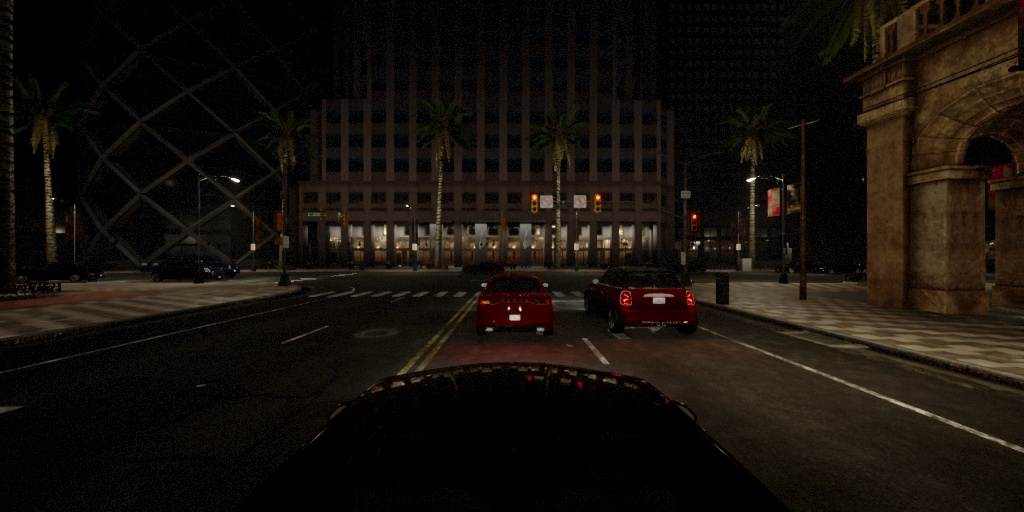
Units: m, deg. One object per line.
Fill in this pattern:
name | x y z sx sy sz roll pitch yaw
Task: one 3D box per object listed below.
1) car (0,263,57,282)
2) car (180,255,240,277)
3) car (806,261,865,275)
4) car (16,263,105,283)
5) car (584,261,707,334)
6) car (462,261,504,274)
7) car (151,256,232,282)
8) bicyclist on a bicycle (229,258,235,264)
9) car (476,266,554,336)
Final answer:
car | -40.809 1.298 28.489 5.357 1.411 2.033 0 0 -27
car | -27.667 0.971 32.048 5.566 2.045 2.150 0 0 -3
car | 35.740 1.255 39.376 4.892 1.490 1.837 0 0 0
car | -34.415 1.252 27.228 4.892 1.490 1.837 1 0 -19
car | 3.582 1.102 10.835 2.097 1.767 4.553 0 0 0
car | -3.102 1.276 39.499 4.674 1.442 1.812 0 0 0
car | -25.627 1.102 28.553 4.553 1.767 2.097 0 0 -3
bicyclist on a bicycle | -35.747 1.050 45.753 0.582 1.620 1.656 0 0 -12
car | 0.081 1.228 10.494 1.882 1.535 5.008 0 0 0
